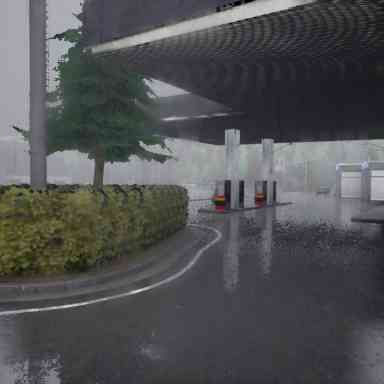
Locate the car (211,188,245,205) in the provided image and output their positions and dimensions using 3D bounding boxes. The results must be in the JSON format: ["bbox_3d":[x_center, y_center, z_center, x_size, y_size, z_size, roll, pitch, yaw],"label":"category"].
[{"bbox_3d":[3.757,0.573,34.065,1.812,1.442,4.674,2,2,36],"label":"car"}]

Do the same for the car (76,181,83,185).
[{"bbox_3d":[-24.028,-1.234,68.216,4.605,1.855,1.932,2,2,36],"label":"car"}]

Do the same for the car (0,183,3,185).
[{"bbox_3d":[-32.952,-0.841,55.298,5.027,1.636,2.152,2,2,36],"label":"car"}]

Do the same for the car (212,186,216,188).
[{"bbox_3d":[6.262,-0.616,65.258,5.027,1.636,2.152,2,2,36],"label":"car"}]

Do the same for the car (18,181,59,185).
[{"bbox_3d":[-16.344,-0.105,35.234,3.866,1.878,1.905,2,2,36],"label":"car"}]

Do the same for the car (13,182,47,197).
[{"bbox_3d":[-20.762,-0.365,42.523,4.605,1.855,1.932,2,2,36],"label":"car"}]

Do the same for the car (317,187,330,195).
[{"bbox_3d":[25.452,-0.241,64.297,2.128,1.511,4.902,2,2,30],"label":"car"}]

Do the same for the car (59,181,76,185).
[{"bbox_3d":[-25.408,-1.183,65.627,3.866,1.878,1.905,2,2,36],"label":"car"}]
